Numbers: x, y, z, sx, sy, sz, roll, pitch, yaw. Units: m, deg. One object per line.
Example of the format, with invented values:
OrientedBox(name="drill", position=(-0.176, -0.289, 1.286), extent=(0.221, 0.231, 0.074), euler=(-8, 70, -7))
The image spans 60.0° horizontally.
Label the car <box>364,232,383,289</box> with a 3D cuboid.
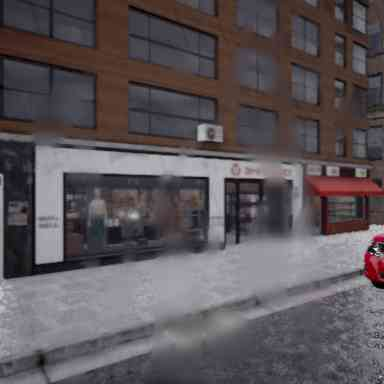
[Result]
OrientedBox(name="car", position=(6.390, 1.209, 7.937), extent=(5.566, 2.045, 2.150), euler=(0, 0, -35))
